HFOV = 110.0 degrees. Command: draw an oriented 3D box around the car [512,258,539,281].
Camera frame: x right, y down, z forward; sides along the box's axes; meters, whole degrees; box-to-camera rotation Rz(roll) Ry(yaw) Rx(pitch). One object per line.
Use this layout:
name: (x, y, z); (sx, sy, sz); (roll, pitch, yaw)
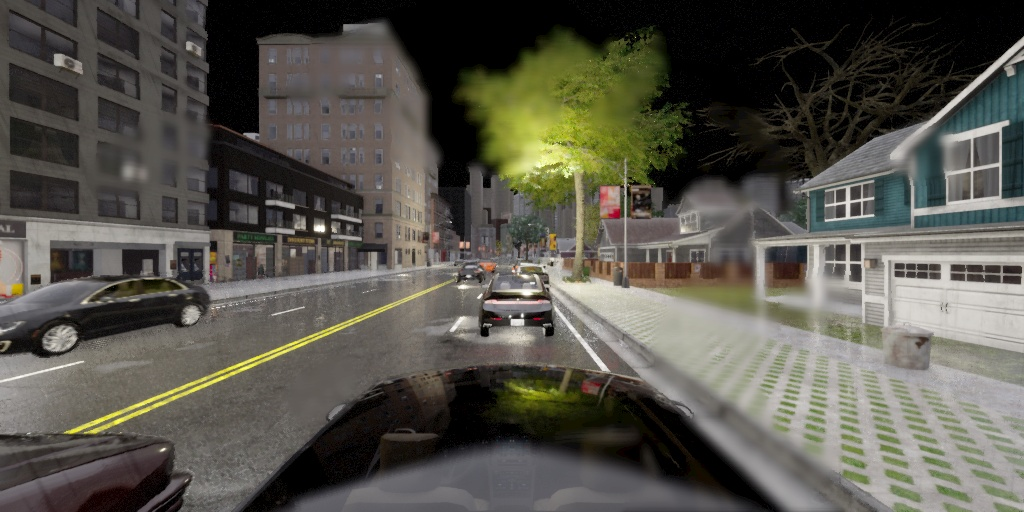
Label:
car: (1.054, 1.081, 30.388); (2.097, 1.767, 4.553); (0, 0, 0)

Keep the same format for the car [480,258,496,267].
car: (-3.036, 1.070, 42.512); (2.097, 1.767, 4.553); (0, 0, 0)

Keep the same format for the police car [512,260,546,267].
police car: (1.027, 1.165, 20.528); (1.930, 1.638, 5.238); (0, 0, 0)

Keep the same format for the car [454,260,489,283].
car: (-3.077, 1.258, 27.835); (1.812, 1.442, 4.674); (0, 0, 0)

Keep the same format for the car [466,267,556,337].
car: (0.122, 1.239, 10.278); (2.128, 1.511, 4.902); (0, 0, 0)

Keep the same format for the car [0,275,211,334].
car: (-9.832, 1.253, 8.572); (1.837, 1.490, 4.892); (0, 0, 0)
